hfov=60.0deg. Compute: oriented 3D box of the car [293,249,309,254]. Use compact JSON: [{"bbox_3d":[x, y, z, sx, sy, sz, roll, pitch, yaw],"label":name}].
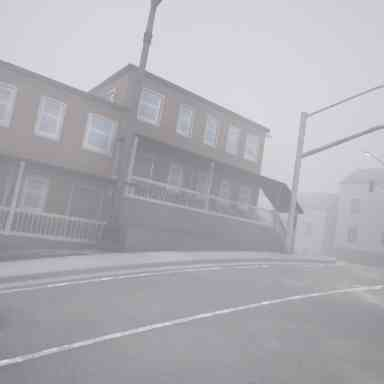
[{"bbox_3d":[8.849,5.855,30.377,2.128,1.511,4.902,13,-16,-34],"label":"car"}]
